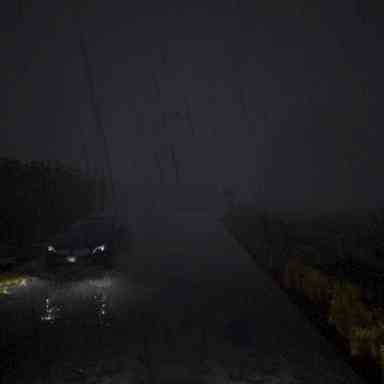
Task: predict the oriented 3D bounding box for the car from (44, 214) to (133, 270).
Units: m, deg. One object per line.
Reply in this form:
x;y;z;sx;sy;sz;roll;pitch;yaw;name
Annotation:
-3.153;1.513;11.097;1.812;1.442;4.674;0;0;0;car

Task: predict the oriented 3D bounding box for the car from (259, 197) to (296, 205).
10.473;1.349;40.138;5.357;1.411;2.033;0;0;-31;car
